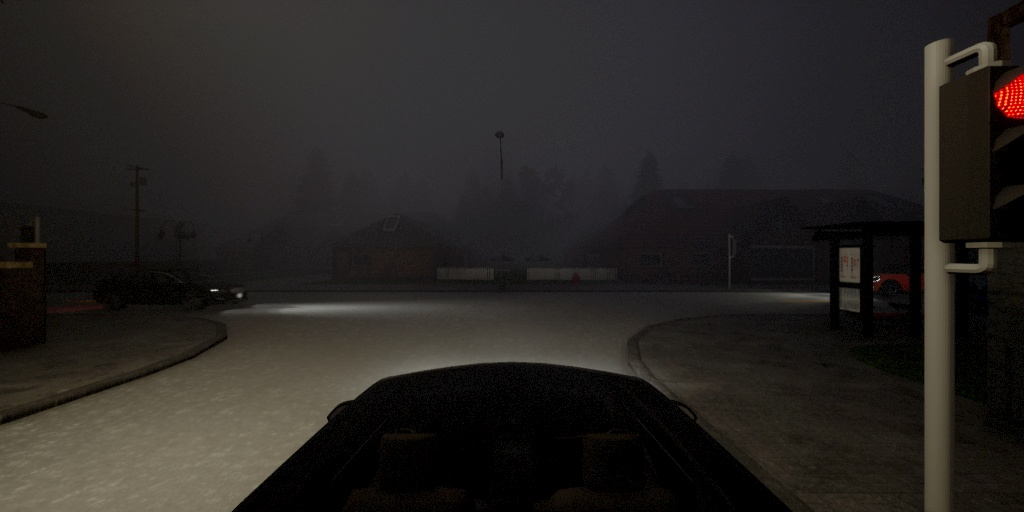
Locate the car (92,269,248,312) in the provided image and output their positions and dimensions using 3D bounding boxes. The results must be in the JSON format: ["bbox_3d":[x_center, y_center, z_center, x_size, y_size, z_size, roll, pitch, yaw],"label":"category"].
[{"bbox_3d":[-12.850,1.240,13.676,4.902,1.511,2.128,0,0,0],"label":"car"}]

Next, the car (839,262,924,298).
[{"bbox_3d":[19.209,1.101,17.880,4.553,1.767,2.097,0,0,0],"label":"car"}]
